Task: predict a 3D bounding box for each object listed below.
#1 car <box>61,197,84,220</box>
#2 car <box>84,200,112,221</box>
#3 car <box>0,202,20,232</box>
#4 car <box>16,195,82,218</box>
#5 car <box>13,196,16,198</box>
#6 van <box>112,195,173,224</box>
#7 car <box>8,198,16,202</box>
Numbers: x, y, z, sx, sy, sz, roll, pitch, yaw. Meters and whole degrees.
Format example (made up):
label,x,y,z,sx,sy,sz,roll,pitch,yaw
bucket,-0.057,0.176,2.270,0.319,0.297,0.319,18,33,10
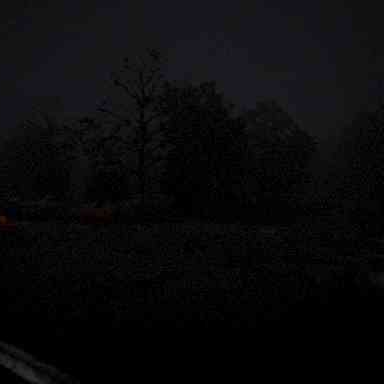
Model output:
label,x,y,z,sx,sy,sz,roll,pitch,yaw
car,-7.665,1.454,27.574,1.946,1.575,5.366,-1,-1,34
car,-5.462,1.437,26.081,1.946,1.575,5.366,0,0,34
car,-10.776,1.399,14.415,1.946,1.575,5.366,0,0,34
car,-12.519,1.264,30.606,2.435,2.045,5.566,-1,-1,34
car,-17.055,1.353,33.649,2.435,2.045,5.566,-1,-1,34
van,-3.319,1.201,24.264,1.878,1.987,4.442,0,0,34
car,-14.823,1.560,32.178,2.231,1.521,4.892,-1,-1,34
